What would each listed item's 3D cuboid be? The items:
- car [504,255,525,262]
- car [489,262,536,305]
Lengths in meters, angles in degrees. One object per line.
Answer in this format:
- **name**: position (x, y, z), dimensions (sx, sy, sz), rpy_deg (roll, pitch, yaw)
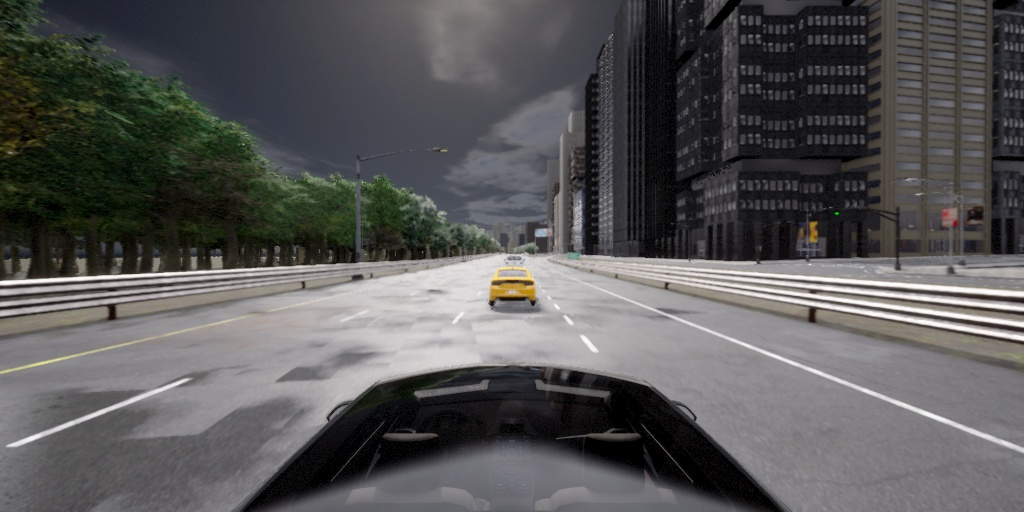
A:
- **car**: position (0.261, 0.926, 40.717), dimensions (2.150, 2.045, 5.566), rpy_deg (0, -1, 0)
- **car**: position (0.029, 1.224, 16.159), dimensions (1.882, 1.535, 5.008), rpy_deg (0, 0, 0)
